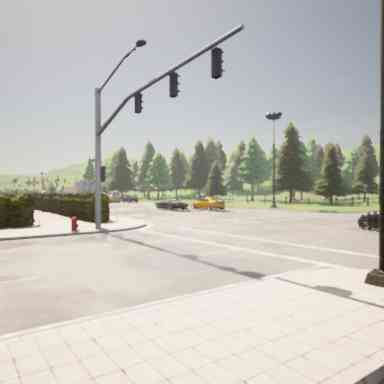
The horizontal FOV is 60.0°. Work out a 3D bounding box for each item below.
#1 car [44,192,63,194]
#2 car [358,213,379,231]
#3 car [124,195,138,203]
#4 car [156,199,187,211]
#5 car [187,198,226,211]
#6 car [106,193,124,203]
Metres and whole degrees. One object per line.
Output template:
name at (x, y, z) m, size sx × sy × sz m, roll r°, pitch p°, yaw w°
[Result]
car at (-23.651, 1.176, 57.934) m, size 2.150 × 2.045 × 5.566 m, roll 0°, pitch 0°, yaw -34°
car at (11.106, 1.463, 17.586) m, size 1.812 × 1.442 × 4.674 m, roll 1°, pitch 0°, yaw -19°
car at (-12.329, 1.413, 66.179) m, size 1.837 × 1.490 × 4.892 m, roll 0°, pitch 0°, yaw -34°
car at (-2.512, 1.533, 39.688) m, size 1.895 × 1.301 × 4.718 m, roll 0°, pitch 0°, yaw -34°
car at (1.885, 1.398, 39.448) m, size 1.882 × 1.535 × 5.008 m, roll 0°, pitch 0°, yaw -34°
car at (-15.514, 1.398, 64.634) m, size 1.882 × 1.535 × 5.008 m, roll 0°, pitch 0°, yaw -34°
